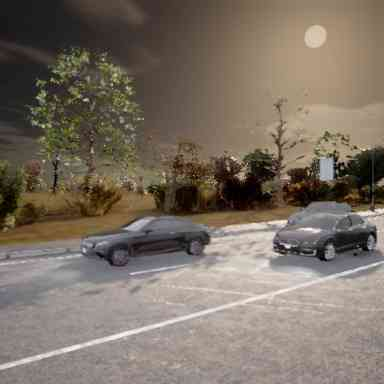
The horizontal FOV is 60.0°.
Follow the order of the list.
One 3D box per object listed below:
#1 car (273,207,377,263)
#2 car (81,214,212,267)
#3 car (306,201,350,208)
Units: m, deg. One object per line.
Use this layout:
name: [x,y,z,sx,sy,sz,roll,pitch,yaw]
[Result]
car: [4.988,1.501,12.183,4.892,1.490,1.837,0,0,-38]
car: [-1.408,1.533,11.566,4.674,1.442,1.812,0,0,-36]
car: [7.279,1.340,18.481,4.553,1.767,2.097,0,0,-39]
